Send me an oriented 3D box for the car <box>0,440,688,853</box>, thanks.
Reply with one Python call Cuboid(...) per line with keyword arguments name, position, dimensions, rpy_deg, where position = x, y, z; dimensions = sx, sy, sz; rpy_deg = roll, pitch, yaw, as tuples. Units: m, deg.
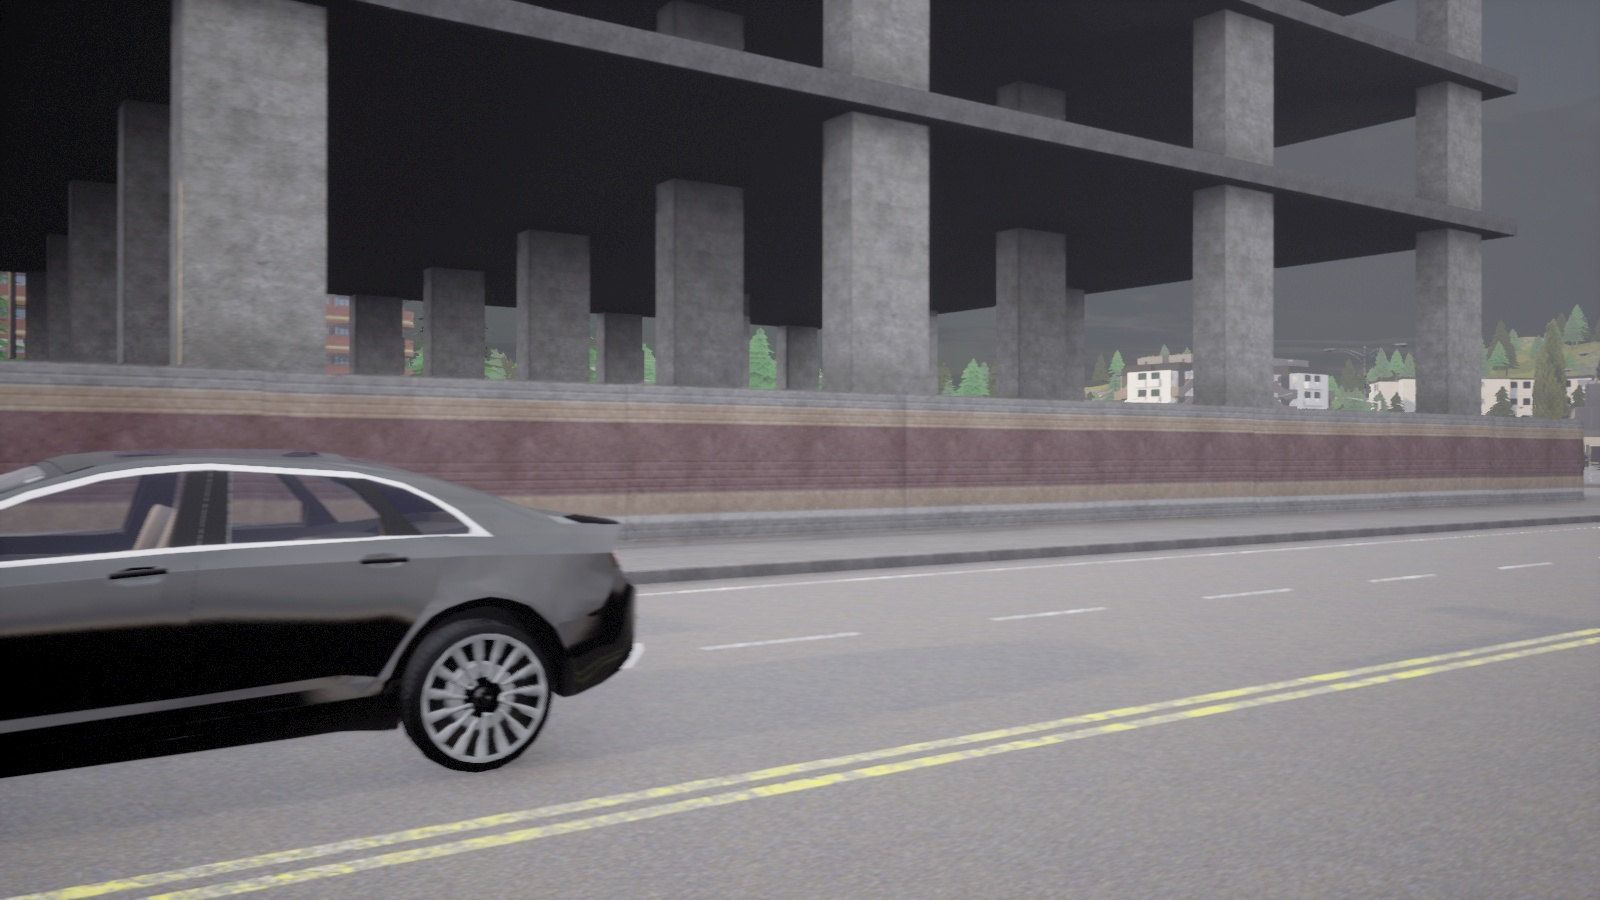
Cuboid(name="car", position=(-3.176, 0.722, 5.713), dimensions=(4.902, 1.511, 2.128), rpy_deg=(0, 0, -35))
